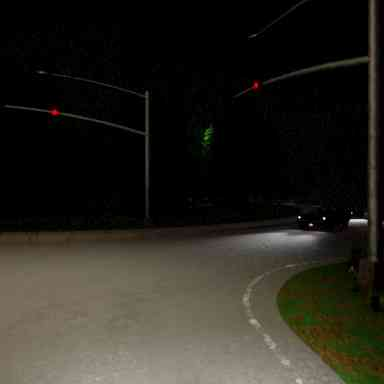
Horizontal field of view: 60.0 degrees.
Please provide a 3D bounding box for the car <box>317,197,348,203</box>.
[{"bbox_3d":[16.522,1.478,39.048,1.837,1.490,4.892,0,0,8],"label":"car"}]

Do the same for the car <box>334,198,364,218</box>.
[{"bbox_3d":[13.811,1.537,29.127,1.994,1.385,4.181,0,0,22],"label":"car"}]

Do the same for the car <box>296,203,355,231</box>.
[{"bbox_3d":[8.311,1.574,20.792,1.895,1.301,4.718,0,0,42],"label":"car"}]

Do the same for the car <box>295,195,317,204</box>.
[{"bbox_3d":[19.488,1.325,56.404,2.097,1.767,4.553,0,0,-16],"label":"car"}]
